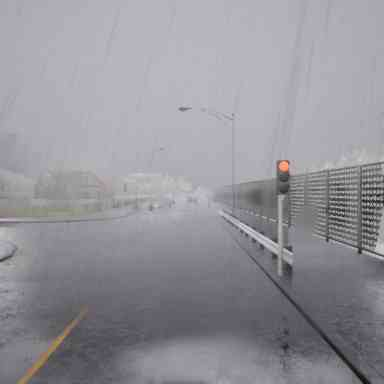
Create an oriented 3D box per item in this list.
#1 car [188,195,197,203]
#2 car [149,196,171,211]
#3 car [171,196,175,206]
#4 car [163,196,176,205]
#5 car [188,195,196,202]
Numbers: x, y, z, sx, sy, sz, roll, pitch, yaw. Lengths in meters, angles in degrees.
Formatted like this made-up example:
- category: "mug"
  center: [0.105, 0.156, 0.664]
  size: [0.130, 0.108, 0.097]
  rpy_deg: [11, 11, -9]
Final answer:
- category: "car"
  center: [0.075, 1.490, 67.473]
  size: [2.128, 1.511, 4.902]
  rpy_deg: [0, 0, 0]
- category: "car"
  center: [-4.113, 1.491, 40.632]
  size: [2.128, 1.511, 4.902]
  rpy_deg: [0, 0, 0]
- category: "car"
  center: [-4.113, 1.564, 50.570]
  size: [1.994, 1.385, 4.181]
  rpy_deg: [0, 0, 0]
- category: "car"
  center: [-4.090, 1.478, 61.023]
  size: [1.882, 1.535, 5.008]
  rpy_deg: [0, 0, 0]
- category: "car"
  center: [-0.031, 1.478, 77.771]
  size: [1.882, 1.535, 5.008]
  rpy_deg: [0, 0, 0]
